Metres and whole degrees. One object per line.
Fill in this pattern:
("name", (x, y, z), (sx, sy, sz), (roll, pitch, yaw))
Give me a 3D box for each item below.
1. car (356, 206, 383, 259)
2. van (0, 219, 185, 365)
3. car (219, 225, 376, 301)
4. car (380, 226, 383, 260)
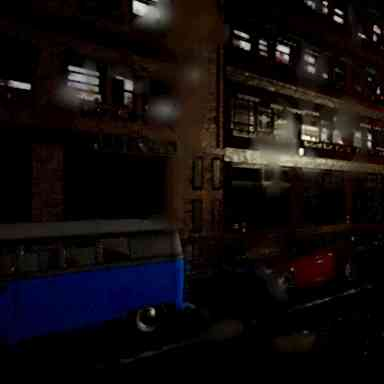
("car", (7.263, 1.429, 11.727), (5.009, 1.841, 2.192), (1, 0, -35))
("van", (-2.020, 1.351, 5.121), (3.998, 1.788, 1.690), (1, 0, -35))
("car", (2.620, 1.643, 8.422), (4.206, 1.307, 1.802), (1, 0, -35))
("car", (6.869, 1.597, 8.260), (4.892, 1.490, 1.837), (1, 0, -35))
